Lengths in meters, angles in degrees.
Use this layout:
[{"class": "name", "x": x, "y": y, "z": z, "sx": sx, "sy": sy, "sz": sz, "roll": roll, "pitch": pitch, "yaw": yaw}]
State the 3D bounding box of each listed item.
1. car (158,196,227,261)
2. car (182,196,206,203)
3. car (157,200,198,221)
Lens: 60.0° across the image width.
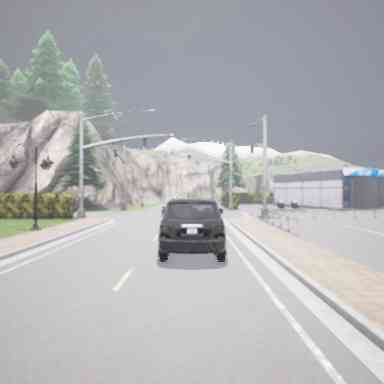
[{"class": "car", "x": 0.024, "y": 1.215, "z": 12.331, "sx": 2.150, "sy": 2.045, "sz": 5.566, "roll": 0, "pitch": 0, "yaw": 0}, {"class": "car", "x": 0.449, "y": 1.552, "z": 68.264, "sx": 4.718, "sy": 1.301, "sz": 1.895, "roll": 0, "pitch": 0, "yaw": -37}, {"class": "car", "x": -1.365, "y": 1.473, "z": 28.193, "sx": 2.128, "sy": 1.511, "sz": 4.902, "roll": 0, "pitch": 0, "yaw": -19}]
